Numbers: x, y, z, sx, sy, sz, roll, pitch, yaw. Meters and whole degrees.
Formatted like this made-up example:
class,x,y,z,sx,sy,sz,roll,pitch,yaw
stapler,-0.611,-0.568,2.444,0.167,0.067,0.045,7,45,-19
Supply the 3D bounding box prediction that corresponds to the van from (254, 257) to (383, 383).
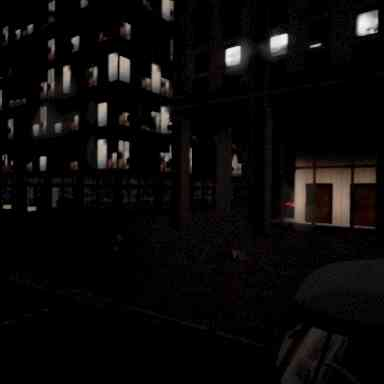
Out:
class,x,y,z,sx,sy,sz,roll,pitch,yaw
van,2.144,1.349,1.333,3.998,1.788,1.690,0,1,36
